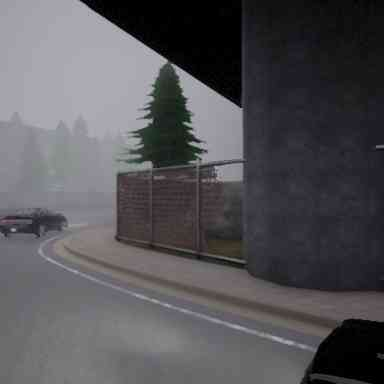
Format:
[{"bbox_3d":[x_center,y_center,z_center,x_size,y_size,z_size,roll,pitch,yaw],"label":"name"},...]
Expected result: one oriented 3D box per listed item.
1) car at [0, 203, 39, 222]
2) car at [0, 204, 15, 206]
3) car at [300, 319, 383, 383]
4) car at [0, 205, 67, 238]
[{"bbox_3d":[-16.355,1.787,29.173,2.033,1.411,5.357,0,0,25],"label":"car"},{"bbox_3d":[-14.912,1.763,22.930,1.994,1.385,4.181,0,0,18],"label":"car"},{"bbox_3d":[3.039,1.594,1.843,4.718,1.301,1.895,-1,0,34],"label":"car"},{"bbox_3d":[-8.629,1.634,18.603,2.128,1.511,4.902,-1,0,0],"label":"car"}]
